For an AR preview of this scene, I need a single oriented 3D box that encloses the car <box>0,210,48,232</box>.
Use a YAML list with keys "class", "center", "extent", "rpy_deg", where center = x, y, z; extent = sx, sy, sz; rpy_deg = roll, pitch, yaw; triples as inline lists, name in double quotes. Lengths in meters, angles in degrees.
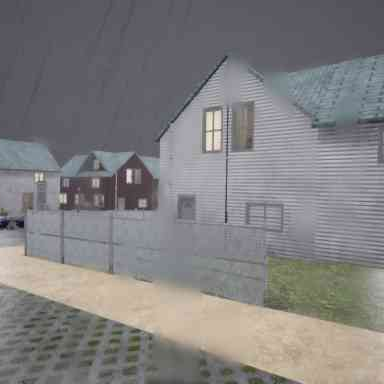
- class: "car"
  center: [-10.808, 1.845, 22.165]
  extent: [1.895, 1.301, 4.718]
  rpy_deg: [2, 0, 36]
